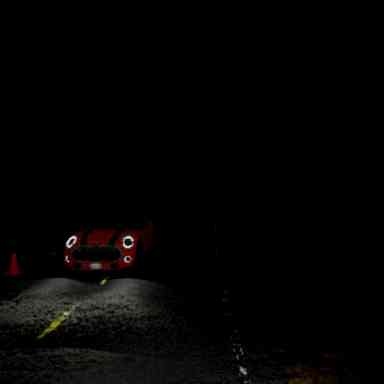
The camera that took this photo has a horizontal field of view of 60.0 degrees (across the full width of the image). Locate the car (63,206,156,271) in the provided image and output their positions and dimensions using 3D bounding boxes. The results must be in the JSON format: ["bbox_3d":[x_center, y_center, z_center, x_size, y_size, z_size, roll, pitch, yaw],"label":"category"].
[{"bbox_3d":[-2.479,1.364,11.000,2.097,1.767,4.553,0,0,2],"label":"car"}]

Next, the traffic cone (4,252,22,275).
[{"bbox_3d":[-4.928,1.962,9.194,0.340,0.580,0.340,0,0,2],"label":"traffic cone"}]
